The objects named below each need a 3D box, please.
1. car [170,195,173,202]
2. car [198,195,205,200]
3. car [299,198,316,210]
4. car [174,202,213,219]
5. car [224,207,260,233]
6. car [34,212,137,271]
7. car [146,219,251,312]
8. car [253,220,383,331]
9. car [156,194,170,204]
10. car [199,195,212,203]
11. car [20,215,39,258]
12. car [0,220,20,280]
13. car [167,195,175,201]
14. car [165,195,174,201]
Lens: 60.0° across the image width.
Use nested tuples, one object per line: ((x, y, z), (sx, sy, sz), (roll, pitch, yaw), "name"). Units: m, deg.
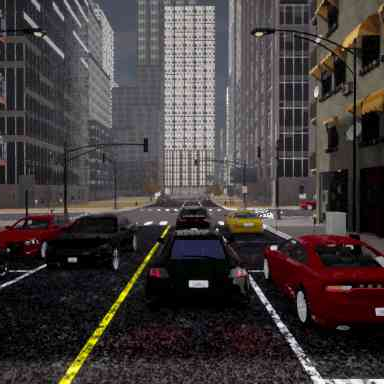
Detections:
((-5.659, 1.313, 67.034), (2.192, 1.841, 5.009), (-1, 0, 0), "car")
((2.741, 1.582, 94.826), (1.802, 1.307, 4.206), (-1, 0, 0), "car")
((14.274, 1.256, 37.060), (4.507, 1.381, 1.887), (-1, 1, 0), "car")
((0.088, 1.503, 17.763), (1.837, 1.490, 4.892), (0, 0, -1), "car")
((2.693, 1.523, 18.112), (1.752, 1.417, 4.829), (-1, 0, 0), "car")
((-3.065, 1.476, 11.075), (1.882, 1.535, 5.008), (0, 0, 0), "car")
((0.108, 1.563, 7.778), (1.994, 1.385, 4.181), (0, 0, 0), "car")
((2.686, 1.544, 6.895), (1.887, 1.381, 4.507), (-1, 0, 0), "car")
((-5.660, 1.542, 61.474), (1.887, 1.381, 4.507), (-1, 0, 0), "car")
((2.718, 1.437, 61.468), (1.967, 1.590, 4.097), (-1, 0, 0), "car")
((-5.691, 1.543, 12.438), (1.887, 1.381, 4.507), (-1, 0, 0), "car")
((-5.696, 1.439, 6.914), (1.967, 1.590, 4.097), (-1, 0, 0), "car")
((-5.643, 1.544, 89.272), (1.887, 1.381, 4.507), (-1, 0, 0), "car")
((-5.648, 1.524, 83.543), (1.752, 1.417, 4.829), (-1, 0, 0), "car")
